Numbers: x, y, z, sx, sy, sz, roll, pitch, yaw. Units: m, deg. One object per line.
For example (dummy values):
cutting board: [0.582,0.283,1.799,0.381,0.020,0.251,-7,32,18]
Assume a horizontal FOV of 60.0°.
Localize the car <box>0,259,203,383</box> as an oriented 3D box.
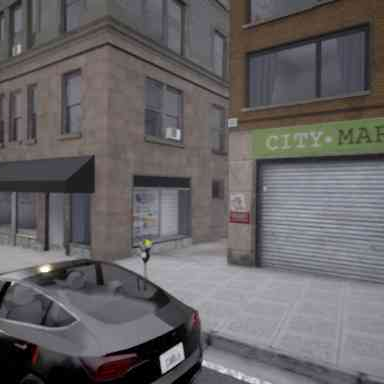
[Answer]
car: [-1.874,1.567,4.277,4.313,1.339,1.947,0,1,35]
